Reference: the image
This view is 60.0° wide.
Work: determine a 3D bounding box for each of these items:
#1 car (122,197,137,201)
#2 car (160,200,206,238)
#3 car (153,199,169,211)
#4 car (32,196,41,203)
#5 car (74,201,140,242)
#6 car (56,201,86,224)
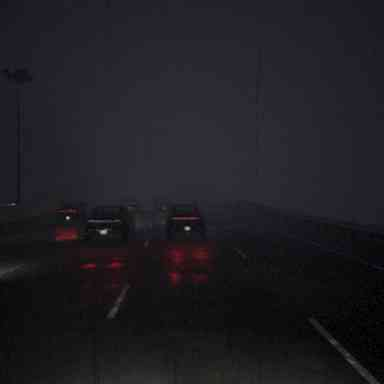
[{"bbox_3d":[-6.391,1.306,34.246,2.128,1.511,4.902,0,0,-10],"label":"car"},{"bbox_3d":[-0.437,1.394,17.230,2.128,1.511,4.902,0,0,-5],"label":"car"},{"bbox_3d":[-3.268,1.398,36.627,1.895,1.301,4.718,0,0,-11],"label":"car"},{"bbox_3d":[-28.150,1.241,60.147,2.033,1.411,5.357,0,0,-20],"label":"car"},{"bbox_3d":[-3.838,1.405,16.008,2.128,1.511,4.902,0,0,-5],"label":"car"},{"bbox_3d":[-8.192,1.382,23.519,1.837,1.490,4.892,0,0,-7],"label":"car"}]
